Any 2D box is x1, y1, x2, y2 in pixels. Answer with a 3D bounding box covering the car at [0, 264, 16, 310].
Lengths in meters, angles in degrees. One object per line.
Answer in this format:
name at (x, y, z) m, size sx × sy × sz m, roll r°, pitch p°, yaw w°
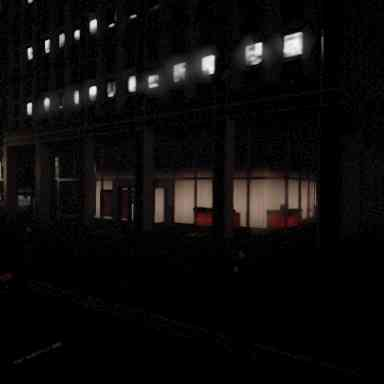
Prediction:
car at (-5.034, 1.603, 6.440) m, size 4.206 × 1.307 × 1.802 m, roll 0°, pitch 1°, yaw 35°
